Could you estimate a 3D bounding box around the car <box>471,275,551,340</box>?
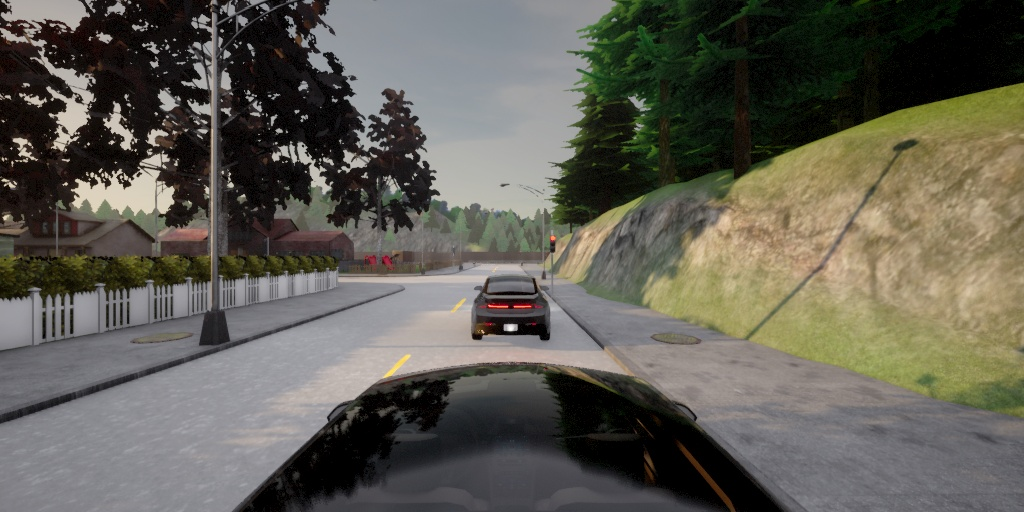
[{"bbox_3d":[-0.019,1.255,9.947,1.837,1.490,4.892,0,0,0],"label":"car"}]
